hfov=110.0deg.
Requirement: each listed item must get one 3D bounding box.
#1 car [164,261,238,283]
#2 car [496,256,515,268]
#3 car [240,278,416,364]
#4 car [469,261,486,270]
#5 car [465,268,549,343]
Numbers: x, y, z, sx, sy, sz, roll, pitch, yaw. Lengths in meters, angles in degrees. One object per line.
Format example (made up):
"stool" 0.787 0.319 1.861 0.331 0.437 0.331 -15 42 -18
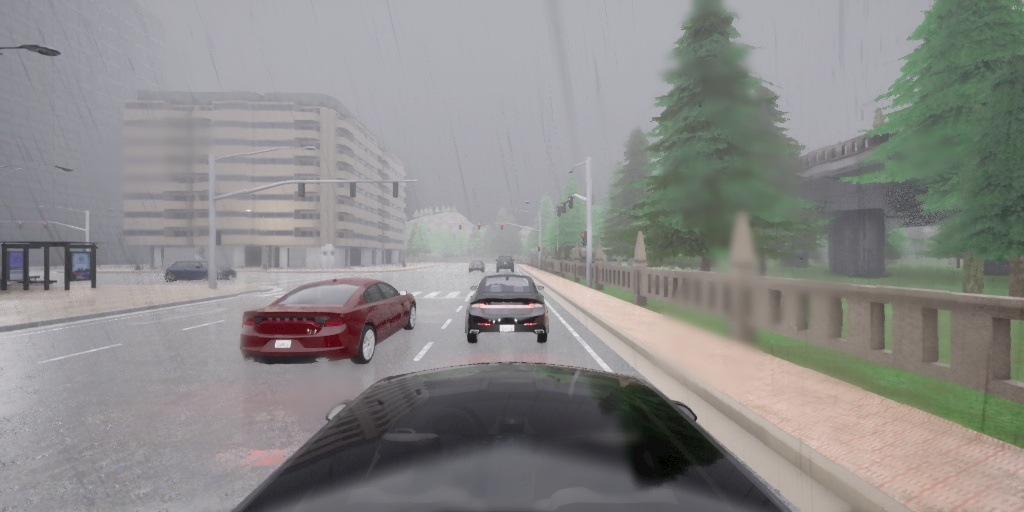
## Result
"car" -24.639 1.158 28.556 4.553 1.767 2.097 0 0 -2
"car" -0.866 0.971 45.245 2.150 2.045 5.566 0 0 -1
"car" -3.596 1.228 8.095 1.882 1.535 5.008 0 0 0
"car" -4.370 1.298 44.981 2.033 1.411 5.357 0 0 -1
"car" -0.128 1.242 9.656 2.128 1.511 4.902 0 0 -1
